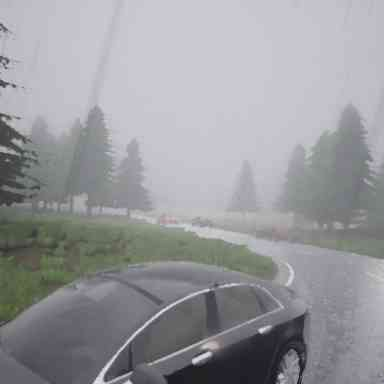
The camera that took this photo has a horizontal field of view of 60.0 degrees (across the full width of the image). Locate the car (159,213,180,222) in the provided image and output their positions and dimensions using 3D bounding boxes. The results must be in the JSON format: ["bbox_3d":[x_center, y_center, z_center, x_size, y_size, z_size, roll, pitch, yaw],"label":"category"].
[{"bbox_3d":[-3.129,3.642,45.683,2.097,1.767,4.553,4,-3,-19],"label":"car"}]

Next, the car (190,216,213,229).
[{"bbox_3d":[1.231,3.924,43.374,1.837,1.490,4.892,4,-3,-19],"label":"car"}]

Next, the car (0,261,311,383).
[{"bbox_3d":[-0.501,1.585,3.432,1.837,1.490,4.892,2,-3,45],"label":"car"}]

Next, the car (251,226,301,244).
[{"bbox_3d":[6.757,3.445,27.399,1.895,1.301,4.718,5,-3,-19],"label":"car"}]
